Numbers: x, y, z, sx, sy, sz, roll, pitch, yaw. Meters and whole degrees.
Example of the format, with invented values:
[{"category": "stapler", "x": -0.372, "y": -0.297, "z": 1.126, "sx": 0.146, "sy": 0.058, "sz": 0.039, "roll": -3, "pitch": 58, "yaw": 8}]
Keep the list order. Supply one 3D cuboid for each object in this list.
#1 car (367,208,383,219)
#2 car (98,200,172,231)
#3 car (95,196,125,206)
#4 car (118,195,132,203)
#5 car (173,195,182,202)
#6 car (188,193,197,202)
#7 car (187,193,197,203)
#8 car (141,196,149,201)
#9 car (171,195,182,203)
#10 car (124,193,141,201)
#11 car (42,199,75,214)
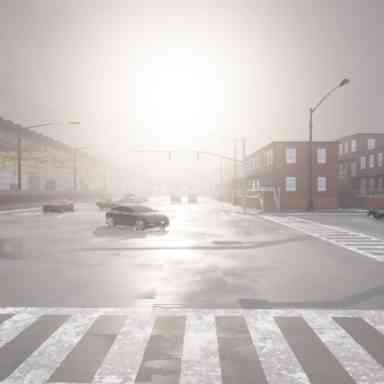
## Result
[{"category": "car", "x": 17.059, "y": 1.547, "z": 26.669, "sx": 5.357, "sy": 1.411, "sz": 2.033, "roll": 0, "pitch": 0, "yaw": 0}, {"category": "car", "x": -3.471, "y": 1.505, "z": 20.559, "sx": 4.892, "sy": 1.490, "sz": 1.837, "roll": 0, "pitch": 1, "yaw": 42}, {"category": "car", "x": -10.572, "y": 1.601, "z": 43.224, "sx": 1.895, "sy": 1.301, "sz": 4.718, "roll": 0, "pitch": 0, "yaw": 3}, {"category": "car", "x": -13.938, "y": 1.477, "z": 69.075, "sx": 1.882, "sy": 1.535, "sz": 5.008, "roll": 0, "pitch": 0, "yaw": 0}, {"category": "car", "x": -3.427, "y": 1.478, "z": 80.513, "sx": 1.882, "sy": 1.535, "sz": 5.008, "roll": 0, "pitch": 0, "yaw": 0}, {"category": "car", "x": 0.072, "y": 1.225, "z": 80.290, "sx": 2.150, "sy": 2.045, "sz": 5.566, "roll": 0, "pitch": 0, "yaw": 0}, {"category": "car", "x": 0.162, "y": 1.548, "z": 69.657, "sx": 2.033, "sy": 1.411, "sz": 5.357, "roll": 0, "pitch": 0, "yaw": 0}, {"category": "car", "x": -10.436, "y": 1.515, "z": 71.500, "sx": 1.812, "sy": 1.442, "sz": 4.674, "roll": 0, "pitch": 0, "yaw": 0}, {"category": "car", "x": -3.369, "y": 1.353, "z": 70.227, "sx": 2.097, "sy": 1.767, "sz": 4.553, "roll": 0, "pitch": 0, "yaw": 0}, {"category": "car", "x": -10.534, "y": 1.213, "z": 56.234, "sx": 2.150, "sy": 2.045, "sz": 5.566, "roll": 0, "pitch": 1, "yaw": 0}, {"category": "car", "x": -14.069, "y": 1.478, "z": 35.299, "sx": 1.882, "sy": 1.535, "sz": 5.008, "roll": 0, "pitch": 0, "yaw": 0}]
